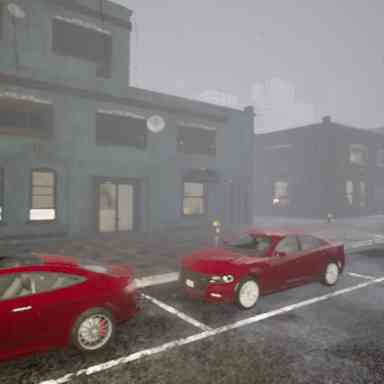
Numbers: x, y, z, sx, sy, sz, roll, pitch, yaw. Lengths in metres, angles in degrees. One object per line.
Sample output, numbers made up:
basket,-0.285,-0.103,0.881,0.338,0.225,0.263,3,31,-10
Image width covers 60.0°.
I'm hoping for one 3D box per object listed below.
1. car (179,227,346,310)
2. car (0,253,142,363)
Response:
car,1.798,1.548,7.832,4.507,1.381,1.887,0,1,-36
car,-2.744,1.582,4.589,4.206,1.307,1.802,0,1,-36
